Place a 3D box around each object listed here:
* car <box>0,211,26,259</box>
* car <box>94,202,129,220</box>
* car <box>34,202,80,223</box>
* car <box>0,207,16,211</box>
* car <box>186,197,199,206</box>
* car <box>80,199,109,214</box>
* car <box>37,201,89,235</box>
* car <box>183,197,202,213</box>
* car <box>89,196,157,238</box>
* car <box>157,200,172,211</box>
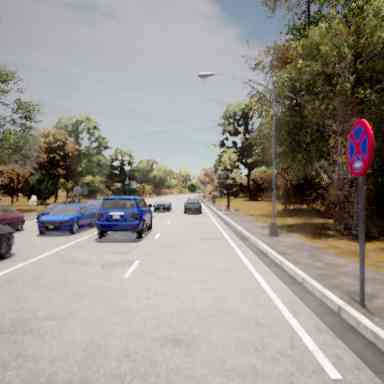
[{"bbox_3d":[-7.082,1.523,9.836,1.812,1.442,4.674,0,0,0],"label":"car"},{"bbox_3d":[-7.002,1.594,29.471,1.895,1.301,4.718,0,0,0],"label":"car"},{"bbox_3d":[-10.501,1.558,26.228,1.994,1.385,4.181,0,0,0],"label":"car"},{"bbox_3d":[-10.547,1.521,17.504,1.812,1.442,4.674,0,0,0],"label":"car"},{"bbox_3d":[0.094,1.533,55.078,2.033,1.411,5.357,0,0,0],"label":"car"},{"bbox_3d":[-10.502,1.517,36.256,1.812,1.442,4.674,0,0,0],"label":"car"},{"bbox_3d":[-7.033,1.473,19.165,1.882,1.535,5.008,0,0,1],"label":"car"},{"bbox_3d":[0.098,1.482,36.604,2.128,1.511,4.902,0,0,0],"label":"car"},{"bbox_3d":[-3.403,1.217,17.660,2.150,2.045,5.566,0,0,0],"label":"car"},{"bbox_3d":[-3.402,1.591,39.248,1.895,1.301,4.718,0,0,0],"label":"car"}]
